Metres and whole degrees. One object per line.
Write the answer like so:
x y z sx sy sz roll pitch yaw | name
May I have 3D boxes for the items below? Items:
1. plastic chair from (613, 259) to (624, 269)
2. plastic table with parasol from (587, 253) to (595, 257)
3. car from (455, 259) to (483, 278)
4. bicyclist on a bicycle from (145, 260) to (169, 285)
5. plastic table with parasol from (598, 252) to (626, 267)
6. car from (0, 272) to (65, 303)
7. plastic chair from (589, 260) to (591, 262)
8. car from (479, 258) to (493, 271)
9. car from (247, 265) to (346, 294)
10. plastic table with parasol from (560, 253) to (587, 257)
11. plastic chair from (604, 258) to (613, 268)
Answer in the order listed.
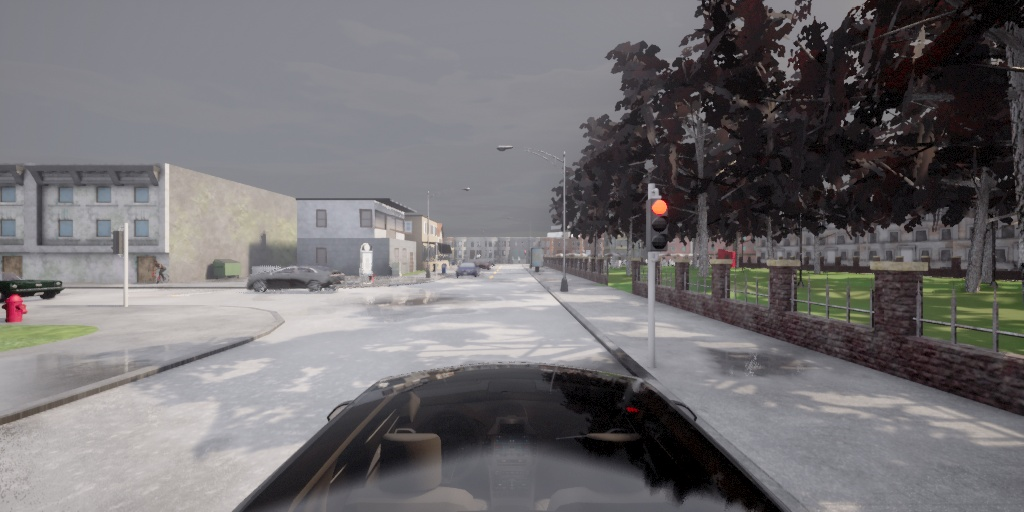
16.003 1.296 54.041 0.750 1.272 0.730 0 0 -40 | plastic chair
14.644 0.673 63.252 2.482 2.480 2.482 0 0 -42 | plastic table with parasol
-4.107 1.276 33.731 1.812 1.442 4.674 0 0 0 | car
-23.871 1.098 24.156 0.582 1.620 1.656 0 0 0 | bicyclist on a bicycle
15.269 0.694 55.039 2.482 2.480 2.482 0 0 -40 | plastic table with parasol
-22.993 1.351 15.758 4.718 1.301 1.895 0 0 0 | car
13.692 1.304 62.364 0.730 1.272 0.750 0 0 -35 | plastic chair
-4.115 1.103 49.726 2.097 1.767 4.553 0 0 0 | car
-11.776 1.241 19.707 4.902 1.511 2.128 0 0 -1 | car
9.949 0.684 57.775 2.482 2.480 2.482 0 0 -40 | plastic table with parasol
14.296 1.306 54.136 0.730 1.272 0.750 0 0 -35 | plastic chair
